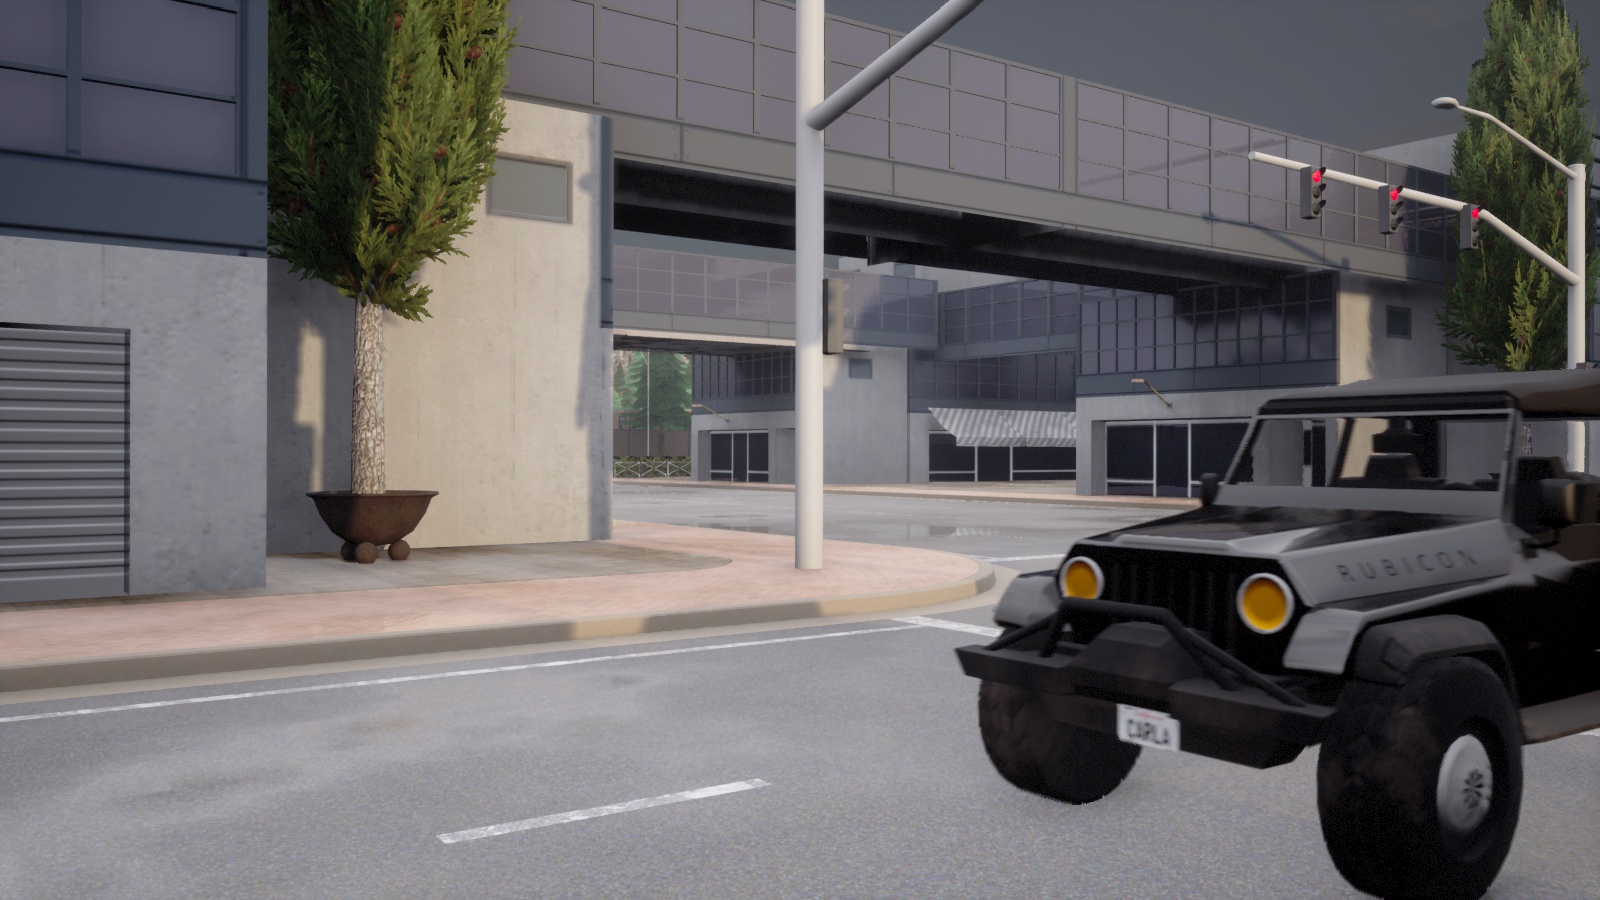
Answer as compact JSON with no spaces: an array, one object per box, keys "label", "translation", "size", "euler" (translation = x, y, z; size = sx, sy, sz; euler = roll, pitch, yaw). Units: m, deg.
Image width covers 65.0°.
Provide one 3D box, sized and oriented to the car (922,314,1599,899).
[{"label":"car","translation":[2.632,0.549,5.535],"size":[3.866,1.878,1.905],"euler":[0,0,-36]}]
